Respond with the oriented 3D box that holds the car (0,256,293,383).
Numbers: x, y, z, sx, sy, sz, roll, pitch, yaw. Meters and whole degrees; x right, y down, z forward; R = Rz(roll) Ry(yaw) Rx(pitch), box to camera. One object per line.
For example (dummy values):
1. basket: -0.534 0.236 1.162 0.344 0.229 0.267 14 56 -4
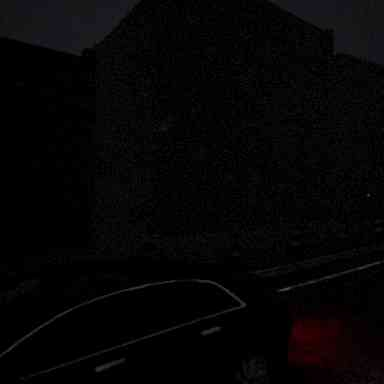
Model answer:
1. car: -1.069 1.505 3.229 4.892 1.490 1.837 0 0 -36
